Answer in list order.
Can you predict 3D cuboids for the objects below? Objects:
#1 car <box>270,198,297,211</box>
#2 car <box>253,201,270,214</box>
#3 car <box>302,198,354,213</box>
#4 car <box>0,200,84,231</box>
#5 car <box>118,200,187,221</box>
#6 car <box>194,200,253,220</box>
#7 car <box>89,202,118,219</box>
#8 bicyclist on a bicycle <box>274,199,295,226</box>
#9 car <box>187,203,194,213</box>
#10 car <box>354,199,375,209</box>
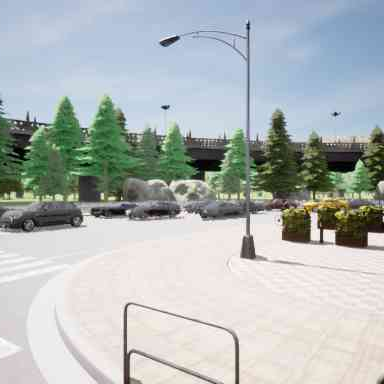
[{"bbox_3d":[9.994,1.470,38.791,4.674,1.442,1.812,0,0,-15],"label":"car"},{"bbox_3d":[4.670,1.492,33.057,5.357,1.411,2.033,0,0,-26],"label":"car"},{"bbox_3d":[14.542,1.422,36.285,5.008,1.535,1.882,0,0,-7],"label":"car"},{"bbox_3d":[-8.955,1.297,20.064,2.097,1.767,4.553,0,0,37],"label":"car"},{"bbox_3d":[-3.158,1.436,27.134,4.902,1.511,2.128,0,0,-44],"label":"car"},{"bbox_3d":[2.654,1.508,27.568,4.181,1.385,1.994,0,0,-38],"label":"car"},{"bbox_3d":[-6.415,1.546,28.783,1.895,1.301,4.718,0,0,43],"label":"car"},{"bbox_3d":[5.566,1.245,19.586,0.582,1.620,1.656,0,0,-44],"label":"bicyclist on a bicycle"},{"bbox_3d":[1.347,1.508,35.053,4.181,1.385,1.994,0,0,-30],"label":"car"},{"bbox_3d":[19.771,1.509,40.166,4.181,1.385,1.994,0,0,0],"label":"car"}]
